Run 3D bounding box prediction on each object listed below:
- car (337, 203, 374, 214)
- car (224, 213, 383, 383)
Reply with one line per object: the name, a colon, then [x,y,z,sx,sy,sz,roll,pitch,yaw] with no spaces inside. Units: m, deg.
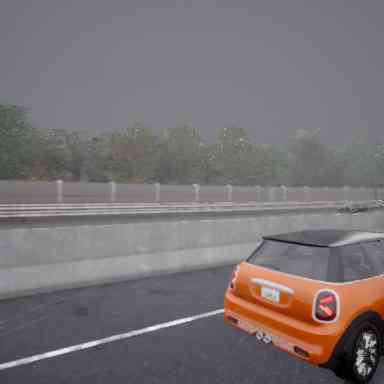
car: [18.777,1.922,38.159,4.718,1.301,1.895,0,0,-34]
car: [2.788,1.422,5.704,4.553,1.767,2.097,1,0,-35]
